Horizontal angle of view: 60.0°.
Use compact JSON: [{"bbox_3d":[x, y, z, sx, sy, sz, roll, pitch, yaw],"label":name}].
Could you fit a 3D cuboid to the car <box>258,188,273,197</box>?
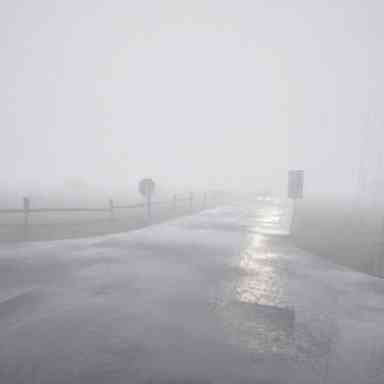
[{"bbox_3d":[11.923,0.113,53.602,1.994,1.385,4.181,2,2,18],"label":"car"}]
